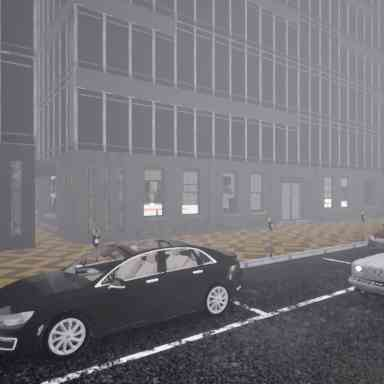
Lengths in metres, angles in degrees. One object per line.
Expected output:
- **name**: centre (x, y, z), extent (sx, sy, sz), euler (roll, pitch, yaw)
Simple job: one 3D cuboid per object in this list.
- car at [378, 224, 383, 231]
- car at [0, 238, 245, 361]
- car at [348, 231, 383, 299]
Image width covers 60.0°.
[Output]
- **car**: centre (8.257, 1.582, 12.402), extent (4.206, 1.307, 1.802), euler (0, 0, -35)
- **car**: centre (-1.031, 1.551, 5.819), extent (4.403, 1.369, 2.008), euler (0, 0, -35)
- **car**: centre (5.467, 1.600, 7.250), extent (4.718, 1.301, 1.895), euler (0, 0, -35)
